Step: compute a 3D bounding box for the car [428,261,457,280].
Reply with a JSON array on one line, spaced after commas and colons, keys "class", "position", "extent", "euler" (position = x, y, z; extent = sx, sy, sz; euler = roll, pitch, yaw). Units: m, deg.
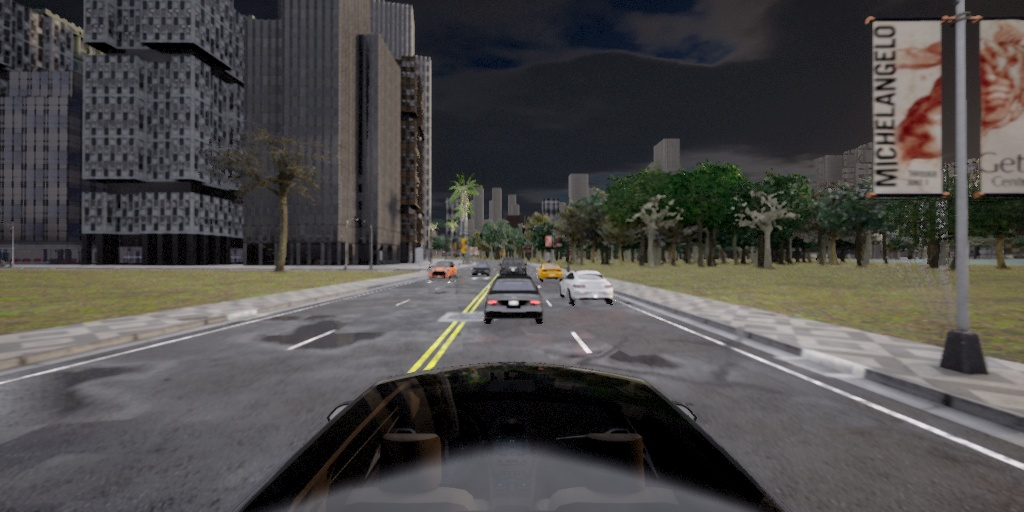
[{"class": "car", "position": [-6.594, 1.305, 34.585], "extent": [2.097, 1.767, 4.553], "euler": [0, 0, 0]}]

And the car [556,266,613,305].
[{"class": "car", "position": [3.328, 1.368, 16.541], "extent": [1.812, 1.442, 4.674], "euler": [0, 0, 0]}]

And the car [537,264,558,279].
[{"class": "car", "position": [3.327, 1.417, 32.086], "extent": [1.882, 1.535, 5.008], "euler": [0, 0, 0]}]

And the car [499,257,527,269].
[{"class": "car", "position": [0.074, 1.147, 29.900], "extent": [2.150, 2.045, 5.566], "euler": [0, 0, 0]}]

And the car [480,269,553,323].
[{"class": "car", "position": [0.062, 1.365, 12.455], "extent": [2.033, 1.411, 5.357], "euler": [0, 0, 0]}]

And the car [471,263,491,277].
[{"class": "car", "position": [-3.326, 1.534, 39.804], "extent": [2.033, 1.411, 5.357], "euler": [0, 0, 0]}]
